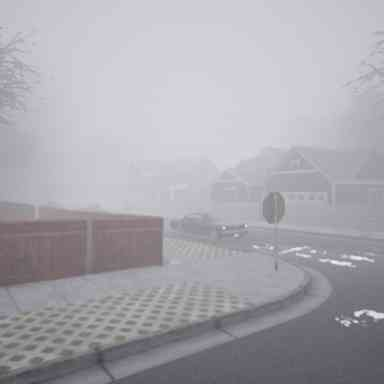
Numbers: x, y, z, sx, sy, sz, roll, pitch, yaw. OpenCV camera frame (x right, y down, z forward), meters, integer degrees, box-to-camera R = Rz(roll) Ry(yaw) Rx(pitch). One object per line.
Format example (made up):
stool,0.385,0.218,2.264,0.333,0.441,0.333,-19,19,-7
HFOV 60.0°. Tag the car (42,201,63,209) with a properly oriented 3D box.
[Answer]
car,-19.513,1.905,46.272,2.033,1.411,5.357,-1,0,-36

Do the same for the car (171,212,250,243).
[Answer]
car,0.843,1.775,17.690,1.895,1.301,4.718,-1,0,-36

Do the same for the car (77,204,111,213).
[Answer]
car,-9.458,1.873,32.075,1.895,1.301,4.718,-1,0,-36
